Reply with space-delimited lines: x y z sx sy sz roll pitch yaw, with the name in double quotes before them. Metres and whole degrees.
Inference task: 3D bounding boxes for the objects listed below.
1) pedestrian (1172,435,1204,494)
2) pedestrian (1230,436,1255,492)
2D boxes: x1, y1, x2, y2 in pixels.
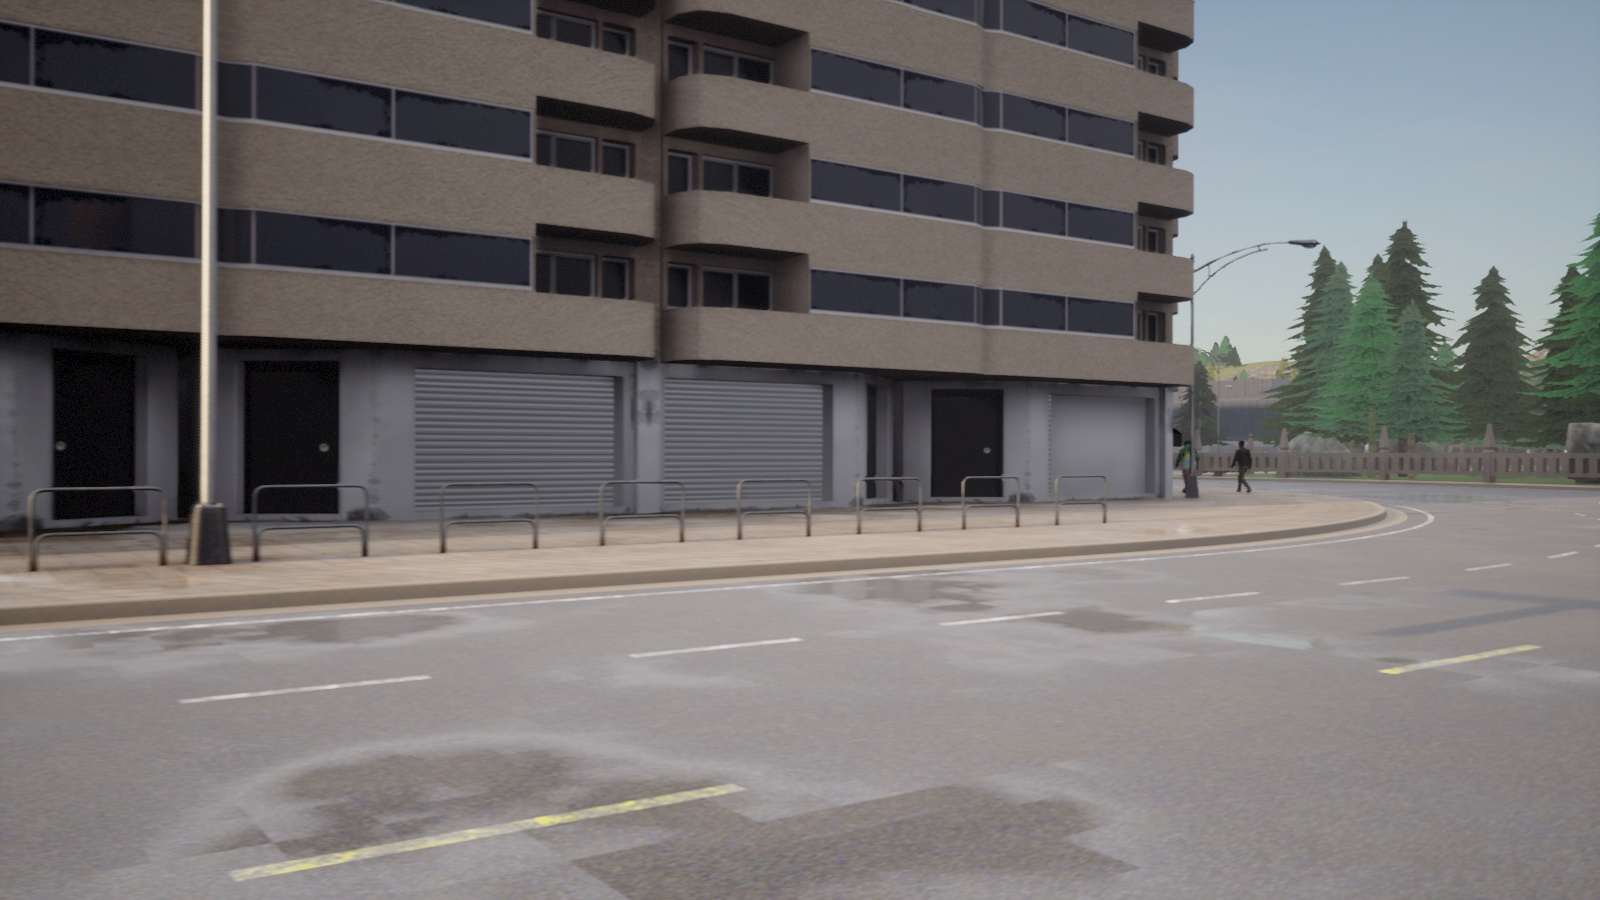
"pedestrian" 13.068 0.474 42.329 0.659 1.952 0.873 0 0 -15
"pedestrian" 14.839 0.464 42.106 0.431 1.840 0.703 0 0 -17
